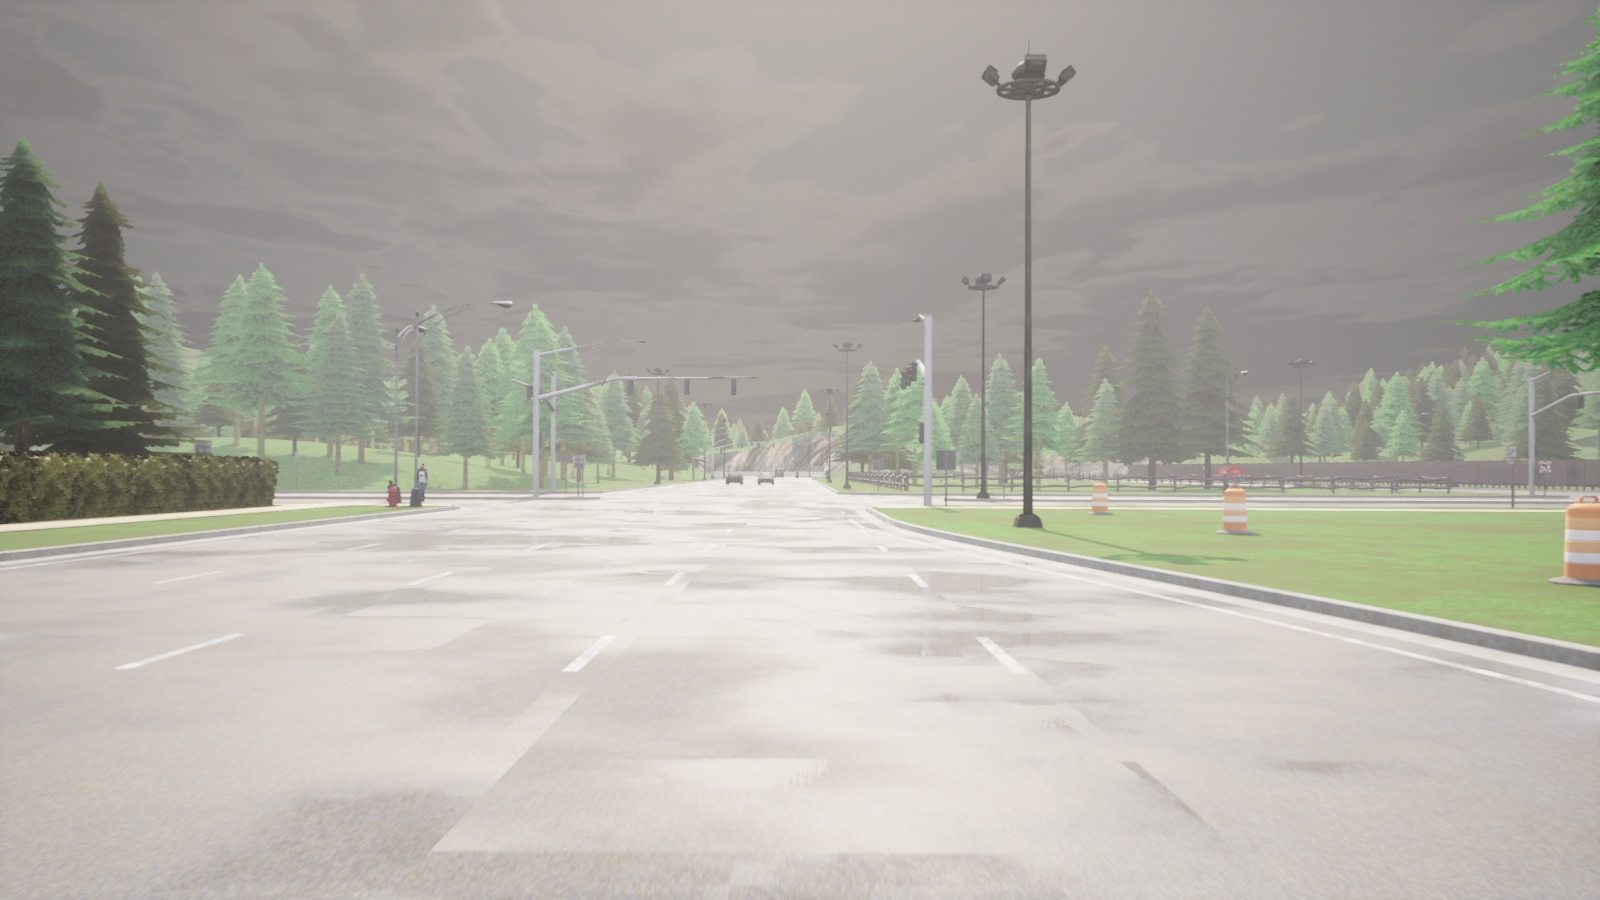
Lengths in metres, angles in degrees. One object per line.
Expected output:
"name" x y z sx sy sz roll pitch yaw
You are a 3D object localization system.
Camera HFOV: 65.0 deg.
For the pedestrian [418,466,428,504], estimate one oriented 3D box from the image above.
"pedestrian" -18.273 1.696 60.873 0.354 1.836 0.706 0 -1 -6
